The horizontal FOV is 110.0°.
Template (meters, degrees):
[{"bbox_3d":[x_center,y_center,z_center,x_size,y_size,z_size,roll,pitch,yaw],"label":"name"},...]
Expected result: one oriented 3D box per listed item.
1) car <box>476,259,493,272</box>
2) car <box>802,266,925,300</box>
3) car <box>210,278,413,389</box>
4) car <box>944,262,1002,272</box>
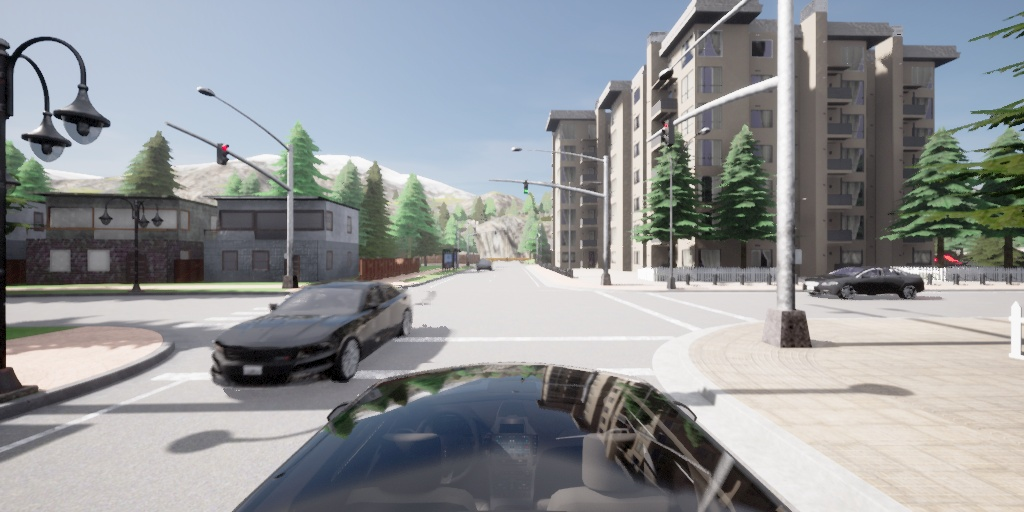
[{"bbox_3d":[-3.479,1.201,46.056,1.882,1.535,5.008,0,1,0],"label":"car"},{"bbox_3d":[16.697,1.251,17.175,4.902,1.511,2.128,0,0,-2],"label":"car"},{"bbox_3d":[-3.495,1.263,7.332,1.882,1.535,5.008,0,0,0],"label":"car"},{"bbox_3d":[50.753,1.339,39.728,1.895,1.301,4.718,0,0,-1],"label":"car"}]
